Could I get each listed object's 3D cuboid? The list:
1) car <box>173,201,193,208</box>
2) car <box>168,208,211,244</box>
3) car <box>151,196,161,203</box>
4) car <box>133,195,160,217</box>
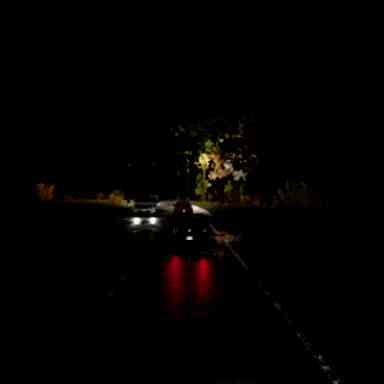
[{"bbox_3d":[-0.899,1.635,33.847,1.812,1.442,4.674,0,0,-3],"label":"car"},{"bbox_3d":[-0.164,1.660,16.223,1.895,1.301,4.718,0,0,-2],"label":"car"},{"bbox_3d":[-8.152,1.596,75.186,2.128,1.511,4.902,0,0,-7],"label":"car"},{"bbox_3d":[-4.579,1.337,33.537,2.150,2.045,5.566,0,0,-3],"label":"car"}]
